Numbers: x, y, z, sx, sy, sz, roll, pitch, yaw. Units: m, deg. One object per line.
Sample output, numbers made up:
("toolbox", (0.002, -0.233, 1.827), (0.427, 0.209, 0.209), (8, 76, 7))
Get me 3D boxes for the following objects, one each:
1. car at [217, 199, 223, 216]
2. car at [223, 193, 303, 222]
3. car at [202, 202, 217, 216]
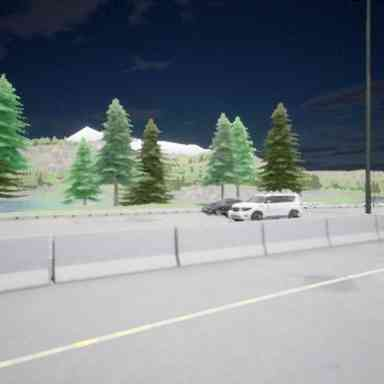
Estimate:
("car", (4.725, 1.481, 27.142), (4.718, 1.301, 1.895), (0, 0, -28))
("car", (5.287, 1.117, 23.466), (5.566, 2.045, 2.150), (0, 0, -29))
("car", (3.212, 1.374, 30.265), (4.892, 1.490, 1.837), (0, 0, -28))
